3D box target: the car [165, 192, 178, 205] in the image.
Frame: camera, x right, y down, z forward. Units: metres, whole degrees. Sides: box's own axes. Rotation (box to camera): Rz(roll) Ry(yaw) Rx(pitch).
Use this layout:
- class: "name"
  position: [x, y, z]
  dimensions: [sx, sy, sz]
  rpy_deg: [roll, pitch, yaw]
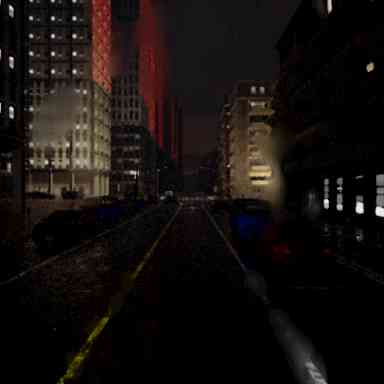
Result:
- class: "car"
  position: [-3.022, 1.155, 50.495]
  dimensions: [2.033, 1.411, 5.357]
  rpy_deg: [0, 0, 0]

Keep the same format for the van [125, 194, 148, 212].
- class: "van"
  position: [-5.690, 1.085, 32.365]
  dimensions: [1.690, 1.788, 3.998]
  rpy_deg: [0, 0, 0]

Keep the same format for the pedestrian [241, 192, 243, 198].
- class: "pedestrian"
  position: [8.136, 0.913, 54.045]
  dimensions: [0.375, 1.860, 0.375]
  rpy_deg: [0, 1, 0]

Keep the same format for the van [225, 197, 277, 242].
- class: "van"
  position: [2.690, 1.217, 15.420]
  dimensions: [1.690, 1.788, 3.998]
  rpy_deg: [0, 0, 0]

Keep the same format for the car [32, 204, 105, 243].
- class: "car"
  position: [-5.690, 1.442, 15.422]
  dimensions: [1.947, 1.339, 4.313]
  rpy_deg: [0, 0, 0]

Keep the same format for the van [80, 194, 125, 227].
- class: "van"
  position: [-5.691, 1.173, 21.068]
  dimensions: [1.690, 1.788, 3.998]
  rpy_deg: [0, 0, 0]

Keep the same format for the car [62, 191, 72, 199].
- class: "car"
  position: [-21.131, 0.605, 60.091]
  dimensions: [4.097, 1.590, 1.967]
  rpy_deg: [1, -1, 0]

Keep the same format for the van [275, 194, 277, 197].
- class: "van"
  position: [16.931, 1.239, 60.046]
  dimensions: [3.998, 1.788, 1.690]
  rpy_deg: [1, -1, 0]

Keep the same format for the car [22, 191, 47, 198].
- class: "car"
  position: [-32.362, 0.456, 68.442]
  dimensions: [4.206, 1.307, 1.802]
  rpy_deg: [1, -1, 0]

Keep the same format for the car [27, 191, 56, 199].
- class: "car"
  position: [-26.708, 0.640, 60.076]
  dimensions: [4.206, 1.307, 1.802]
  rpy_deg: [1, -1, 0]

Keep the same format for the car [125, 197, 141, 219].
- class: "car"
  position: [-5.691, 1.338, 26.718]
  dimensions: [2.008, 1.369, 4.403]
  rpy_deg: [0, 0, 0]

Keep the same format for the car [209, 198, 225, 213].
- class: "car"
  position: [2.690, 1.295, 32.366]
  dimensions: [2.008, 1.369, 4.403]
  rpy_deg: [0, 0, 0]

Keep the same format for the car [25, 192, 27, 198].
- class: "car"
  position: [-32.277, 0.266, 60.065]
  dimensions: [5.009, 1.841, 2.192]
  rpy_deg: [1, -1, 0]

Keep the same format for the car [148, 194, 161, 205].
- class: "car"
  position: [-5.691, 1.057, 49.311]
  dimensions: [1.967, 1.590, 4.097]
  rpy_deg: [0, 0, 0]

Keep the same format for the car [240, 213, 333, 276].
- class: "car"
  position: [2.690, 1.502, 9.773]
  dimensions: [1.802, 1.307, 4.206]
  rpy_deg: [0, 0, 0]
